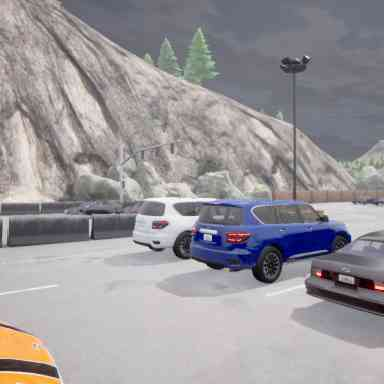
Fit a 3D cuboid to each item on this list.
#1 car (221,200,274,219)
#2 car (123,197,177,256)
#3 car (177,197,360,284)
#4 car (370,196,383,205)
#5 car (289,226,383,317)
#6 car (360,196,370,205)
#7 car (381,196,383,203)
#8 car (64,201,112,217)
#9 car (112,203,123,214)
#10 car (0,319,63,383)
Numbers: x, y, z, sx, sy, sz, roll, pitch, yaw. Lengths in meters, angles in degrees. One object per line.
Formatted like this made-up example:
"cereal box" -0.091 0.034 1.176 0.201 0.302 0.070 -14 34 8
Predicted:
"car" 4.936 1.505 29.204 4.674 1.442 1.812 0 0 -36
"car" 0.484 1.221 12.773 5.566 2.045 2.150 0 0 -36
"car" 2.511 1.221 9.897 5.566 2.045 2.150 0 0 -38
"car" 30.777 1.374 52.393 5.357 1.411 2.033 0 0 -36
"car" 4.702 1.547 7.191 5.357 1.411 2.033 0 0 -36
"car" 28.732 1.374 55.215 5.357 1.411 2.033 0 0 -36
"car" 36.871 1.377 61.078 4.718 1.301 1.895 0 0 -36
"car" -8.239 1.491 28.277 4.902 1.511 2.128 0 0 -36
"car" -3.960 1.564 27.059 4.181 1.385 1.994 0 0 -36
"car" -2.975 1.350 1.618 4.553 1.767 2.097 0 0 -36
